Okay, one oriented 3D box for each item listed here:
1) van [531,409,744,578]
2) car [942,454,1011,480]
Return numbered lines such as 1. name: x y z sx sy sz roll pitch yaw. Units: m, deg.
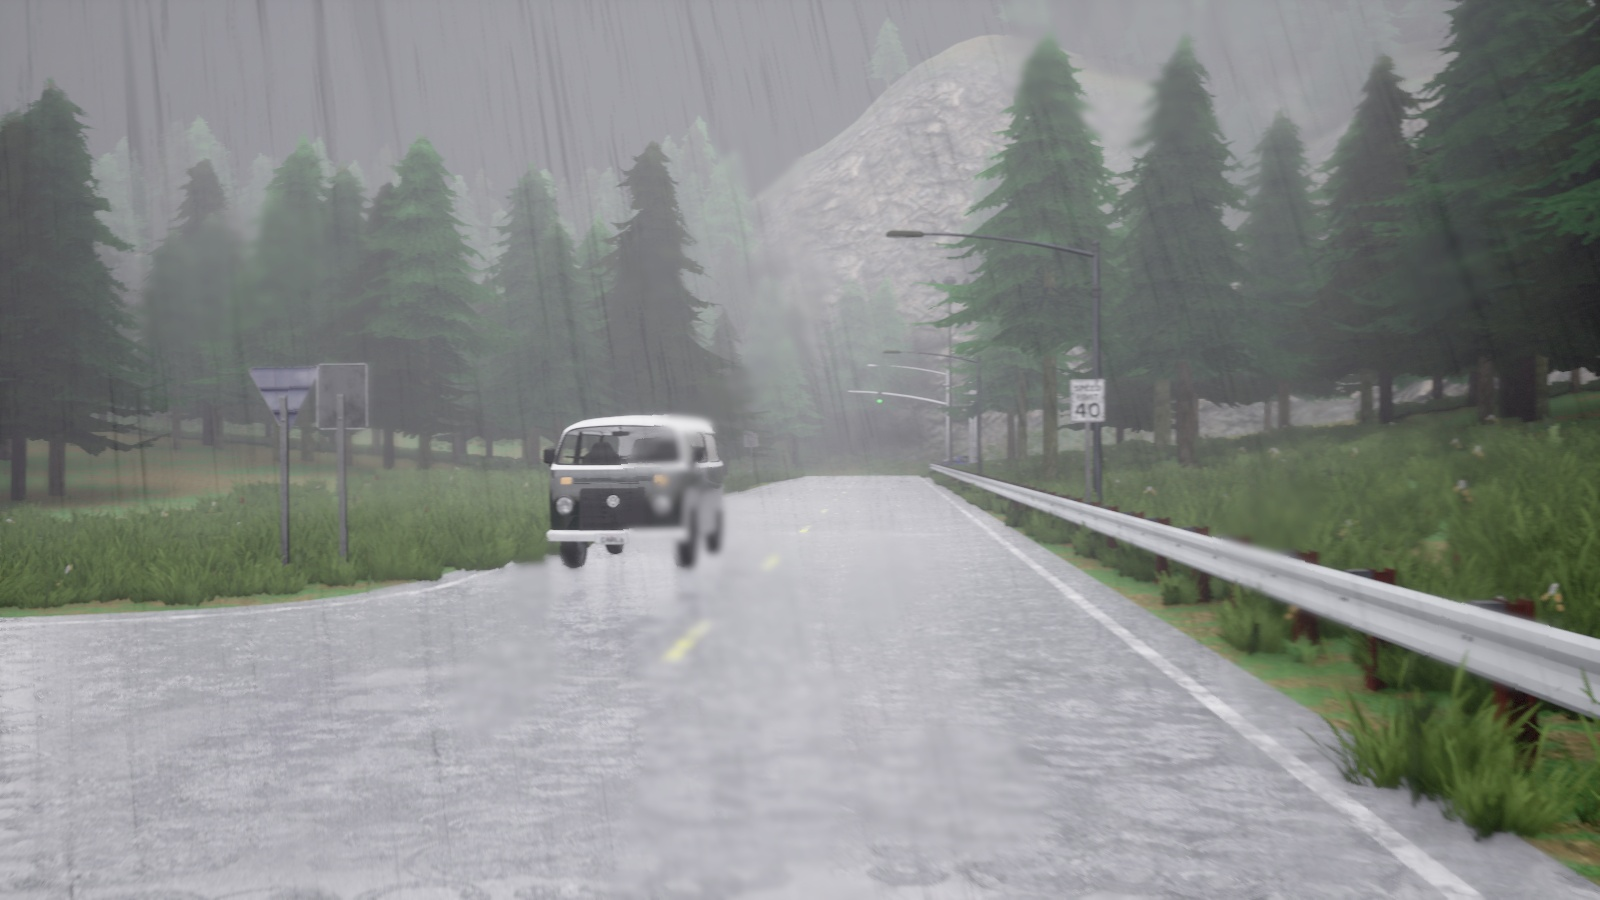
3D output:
1. van: -2.080 0.528 17.449 2.069 2.038 4.480 0 0 4
2. car: 11.598 1.164 82.520 4.193 1.474 1.816 3 -4 -28
